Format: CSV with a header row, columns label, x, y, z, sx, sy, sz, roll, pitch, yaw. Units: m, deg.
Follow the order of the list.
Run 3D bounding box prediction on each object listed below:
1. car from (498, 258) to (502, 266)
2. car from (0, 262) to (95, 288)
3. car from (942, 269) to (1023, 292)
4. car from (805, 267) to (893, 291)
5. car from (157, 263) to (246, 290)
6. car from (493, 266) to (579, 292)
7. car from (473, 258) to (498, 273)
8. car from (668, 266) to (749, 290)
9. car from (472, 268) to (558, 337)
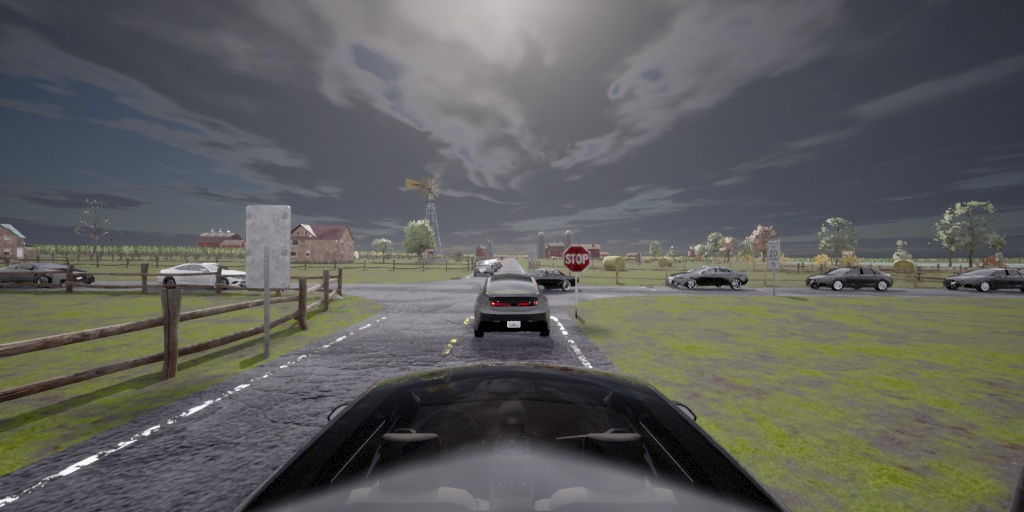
label,x,y,z,sx,sy,sz,roll,pitch,yaw
car,-2.828,1.242,46.431,2.128,1.511,4.902,0,0,0
car,-26.354,1.048,20.146,4.181,1.385,1.994,1,-1,-1
car,31.714,1.588,23.846,4.892,1.490,1.837,1,-1,-1
car,22.212,1.500,23.731,4.892,1.490,1.837,1,-1,-1
car,-17.234,1.104,20.263,4.674,1.442,1.812,1,-1,-1
car,1.509,1.369,20.342,4.718,1.301,1.895,1,0,-35
car,-2.840,1.243,36.985,2.128,1.511,4.902,0,0,0
car,12.810,1.397,23.565,4.902,1.511,2.128,1,-1,-2
car,-0.069,1.256,10.297,1.837,1.490,4.892,0,0,-3
